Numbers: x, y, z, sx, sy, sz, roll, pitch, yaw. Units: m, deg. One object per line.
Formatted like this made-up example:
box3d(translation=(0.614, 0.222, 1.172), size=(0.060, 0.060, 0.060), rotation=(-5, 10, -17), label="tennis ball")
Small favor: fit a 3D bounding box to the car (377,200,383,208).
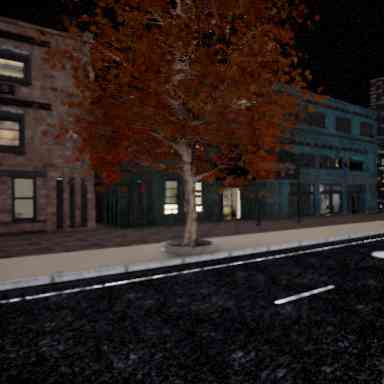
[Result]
box3d(translation=(32.189, 2.024, 58.340), size=(2.008, 1.369, 4.403), rotation=(-1, 0, -36), label="car")
